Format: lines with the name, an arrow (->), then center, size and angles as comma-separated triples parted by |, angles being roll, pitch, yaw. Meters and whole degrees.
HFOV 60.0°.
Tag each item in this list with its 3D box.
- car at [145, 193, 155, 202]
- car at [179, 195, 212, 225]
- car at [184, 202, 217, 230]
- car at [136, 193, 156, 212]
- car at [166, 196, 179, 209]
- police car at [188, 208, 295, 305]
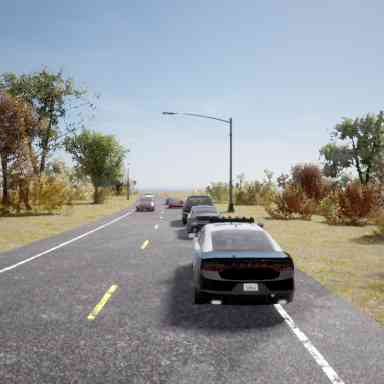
car -> -10.039, 1.166, 78.936 | 2.150, 2.045, 5.566 | 0, 0, -8
car -> 0.367, 1.212, 24.273 | 2.150, 2.045, 5.566 | 0, 0, -3
car -> 0.651, 1.500, 18.215 | 1.837, 1.490, 4.892 | 0, 0, -2
car -> -5.237, 1.336, 38.002 | 2.097, 1.767, 4.553 | 0, 0, -5
car -> -2.205, 1.543, 45.527 | 1.994, 1.385, 4.181 | 0, 0, -5
police car -> 0.953, 1.424, 8.275 | 1.930, 1.638, 5.238 | 0, 0, -1
